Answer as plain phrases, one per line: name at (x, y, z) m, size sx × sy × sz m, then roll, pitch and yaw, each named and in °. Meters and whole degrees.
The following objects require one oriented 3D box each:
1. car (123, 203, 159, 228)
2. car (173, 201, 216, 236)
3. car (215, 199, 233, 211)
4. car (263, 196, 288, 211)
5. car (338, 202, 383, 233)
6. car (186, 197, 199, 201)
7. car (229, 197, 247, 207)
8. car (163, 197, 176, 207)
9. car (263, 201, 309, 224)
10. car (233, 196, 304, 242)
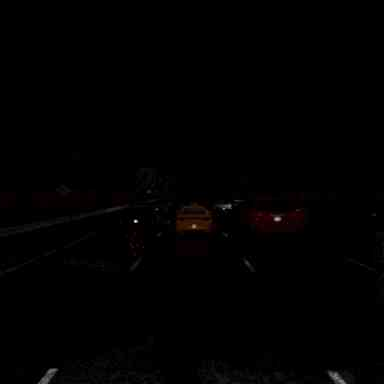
car at (-3.400, 1.513, 22.507) m, size 1.837 × 1.490 × 4.892 m, roll 0°, pitch 0°, yaw 0°
car at (0.100, 1.484, 18.399) m, size 1.882 × 1.535 × 5.008 m, roll 0°, pitch 0°, yaw 0°
car at (3.603, 1.616, 39.970) m, size 1.895 × 1.301 × 4.718 m, roll 0°, pitch 0°, yaw 0°
car at (10.543, 1.367, 42.218) m, size 2.097 × 1.767 × 4.553 m, roll 0°, pitch 0°, yaw 0°
car at (10.601, 1.361, 19.989) m, size 2.097 × 1.767 × 4.553 m, roll 0°, pitch 0°, yaw 0°
car at (0.103, 1.524, 52.339) m, size 1.837 × 1.490 × 4.892 m, roll 0°, pitch 0°, yaw 0°
car at (7.103, 1.510, 51.912) m, size 2.128 × 1.511 × 4.902 m, roll 0°, pitch 0°, yaw 0°
car at (-3.395, 1.524, 50.598) m, size 1.837 × 1.490 × 4.892 m, roll 0°, pitch 0°, yaw 0°
car at (7.101, 1.501, 25.635) m, size 2.128 × 1.511 × 4.902 m, roll 0°, pitch 0°, yaw 0°
car at (3.600, 1.228, 16.697) m, size 2.150 × 2.045 × 5.566 m, roll 0°, pitch 0°, yaw 0°
